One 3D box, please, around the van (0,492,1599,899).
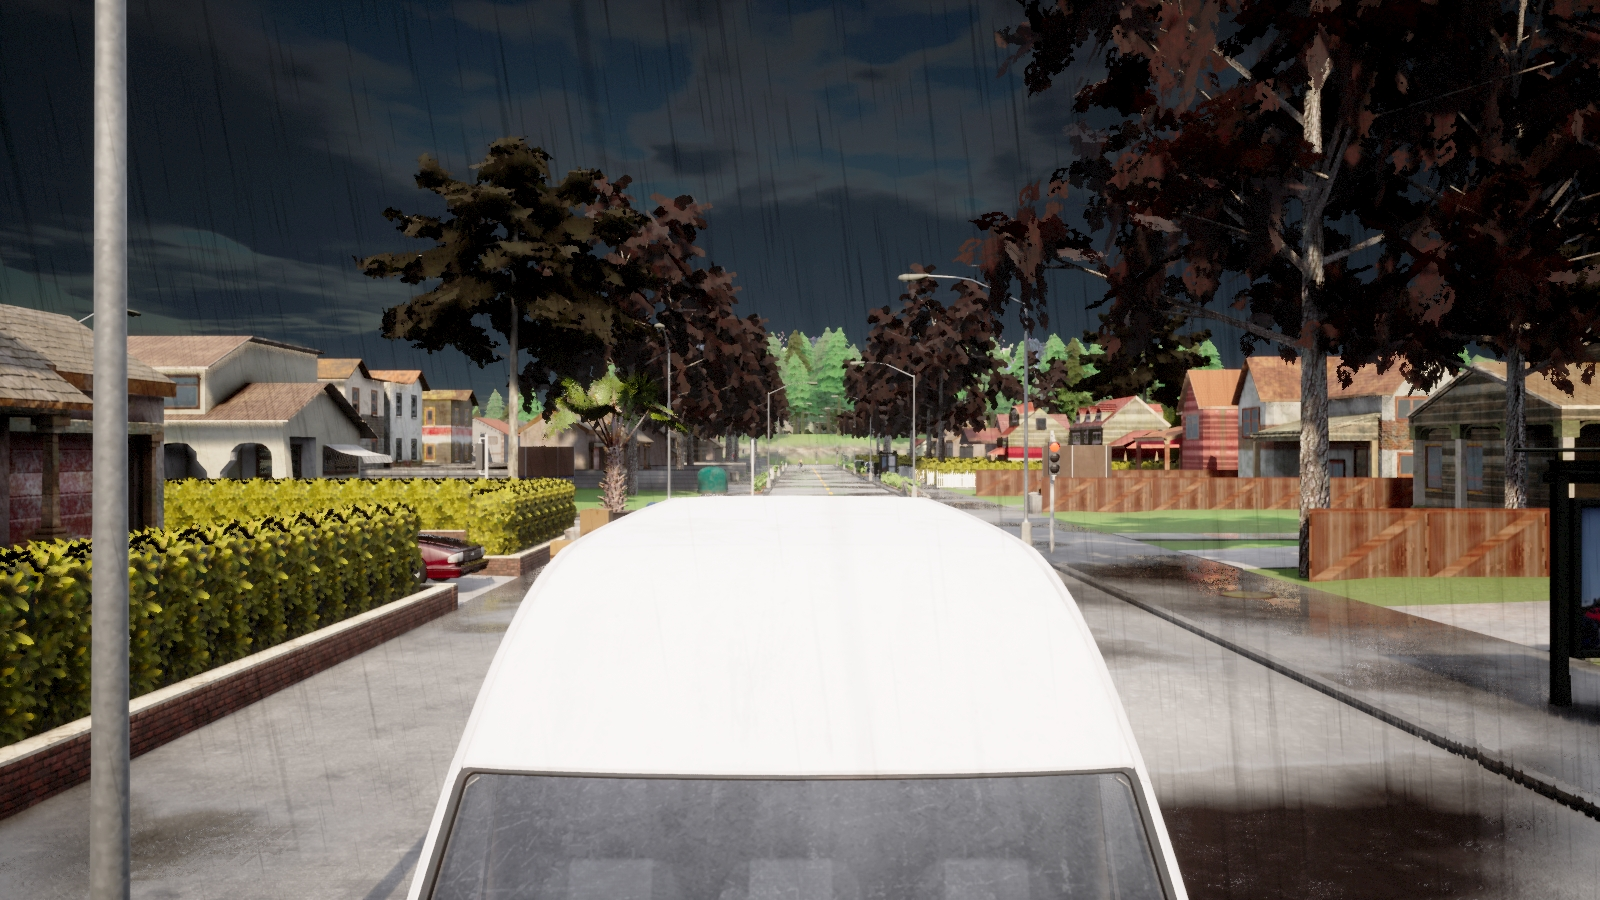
[{"bbox_3d":[0.002,1.537,4.030,1.988,2.561,5.915,0,0,0],"label":"van"}]
